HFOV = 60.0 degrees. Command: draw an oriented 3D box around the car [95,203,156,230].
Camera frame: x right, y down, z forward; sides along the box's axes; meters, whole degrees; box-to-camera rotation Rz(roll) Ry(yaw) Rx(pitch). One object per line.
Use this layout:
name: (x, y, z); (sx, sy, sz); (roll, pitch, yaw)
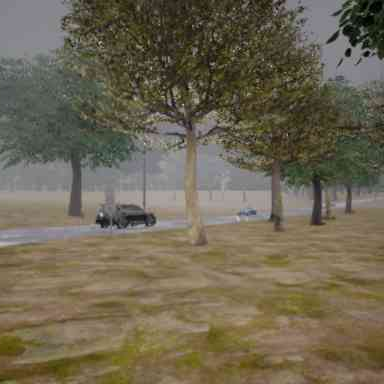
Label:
car: (-5.306, 1.959, 27.169); (2.150, 2.045, 5.566); (-2, -3, 33)

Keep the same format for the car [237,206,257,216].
car: (9.306, 3.148, 56.139); (2.097, 1.767, 4.553); (-2, -2, 33)
